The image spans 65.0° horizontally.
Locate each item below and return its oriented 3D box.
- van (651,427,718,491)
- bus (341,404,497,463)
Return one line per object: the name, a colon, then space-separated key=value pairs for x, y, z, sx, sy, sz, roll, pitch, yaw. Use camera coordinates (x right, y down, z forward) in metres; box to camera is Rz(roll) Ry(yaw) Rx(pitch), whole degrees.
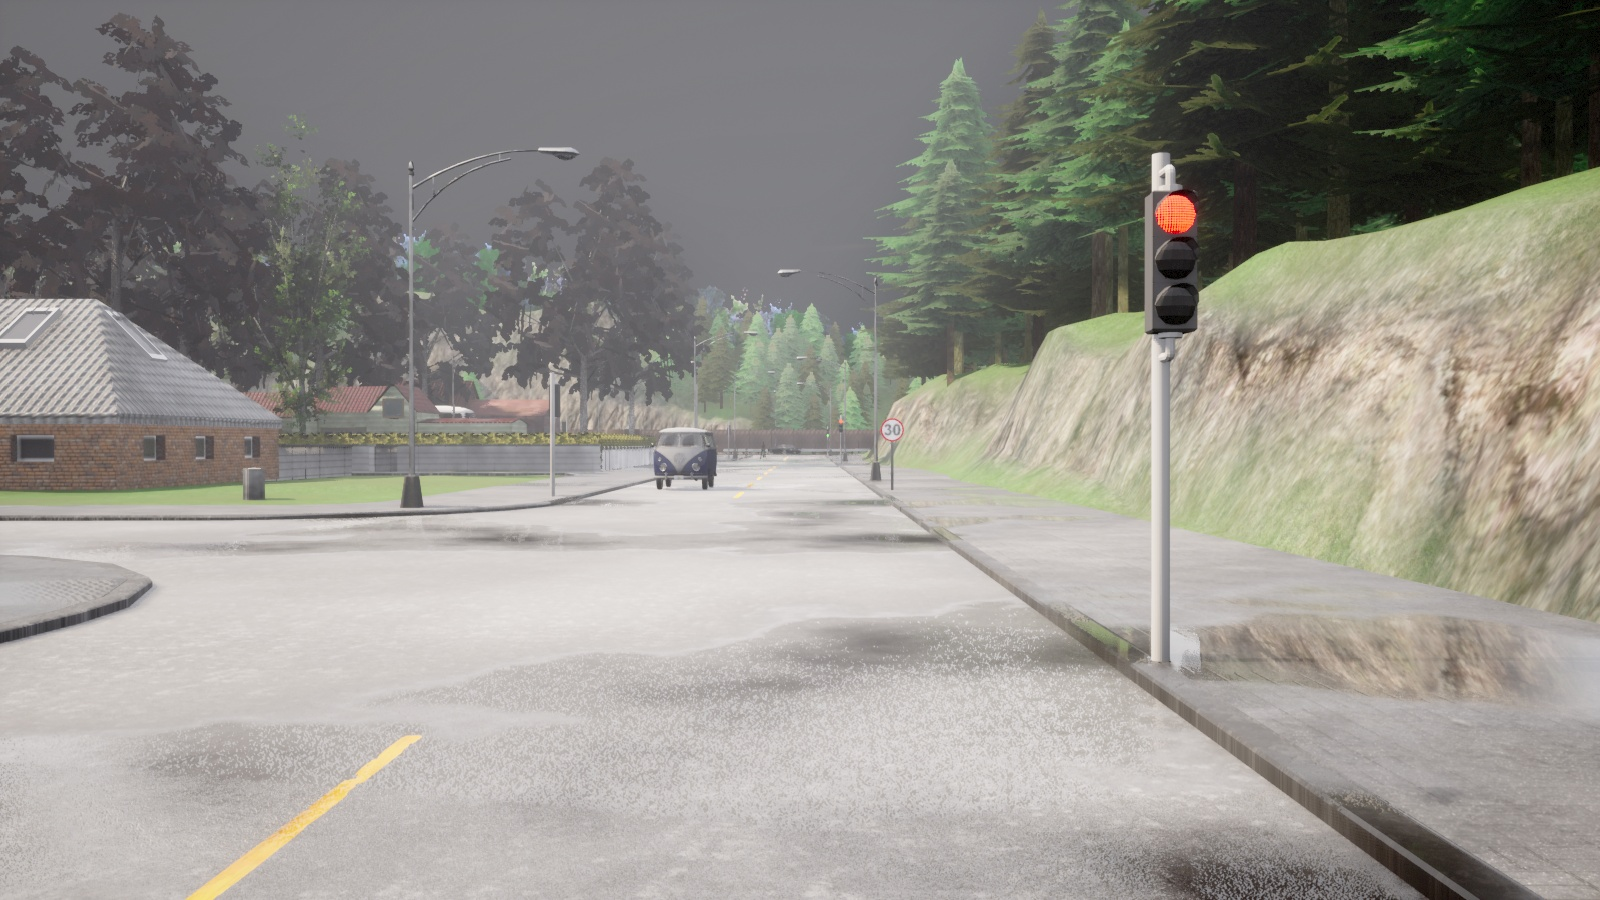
van: x=-3.750 y=0.263 z=41.344 sx=1.775 sy=1.987 sz=4.442 roll=0 pitch=0 yaw=0
bus: x=-27.889 y=-1.173 z=92.234 sx=10.273 sy=4.253 sz=3.944 roll=0 pitch=0 yaw=0
